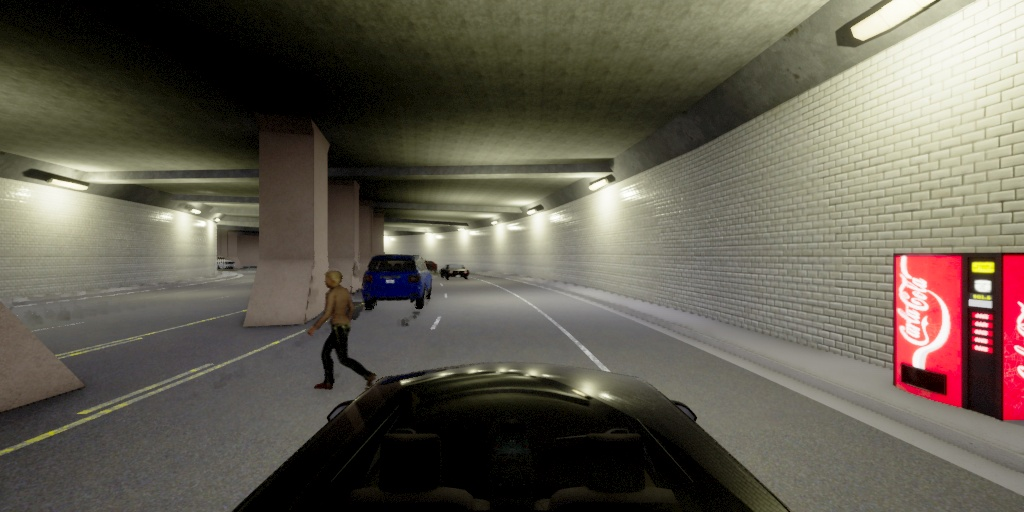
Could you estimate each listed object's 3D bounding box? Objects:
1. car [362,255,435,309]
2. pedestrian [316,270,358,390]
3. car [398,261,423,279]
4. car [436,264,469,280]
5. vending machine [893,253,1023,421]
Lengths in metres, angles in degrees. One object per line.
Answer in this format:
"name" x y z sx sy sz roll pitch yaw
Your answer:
"car" -4.633 0.971 15.093 2.150 2.045 5.566 0 0 -9
"pedestrian" -2.567 1.044 5.283 0.375 1.860 0.375 0 0 -3
"car" -9.534 1.227 33.363 1.882 1.535 5.008 0 0 -20
"car" -5.157 1.351 31.530 1.895 1.301 4.718 0 0 -19
"vending machine" 5.843 0.945 4.575 1.100 2.100 0.880 0 0 -2
